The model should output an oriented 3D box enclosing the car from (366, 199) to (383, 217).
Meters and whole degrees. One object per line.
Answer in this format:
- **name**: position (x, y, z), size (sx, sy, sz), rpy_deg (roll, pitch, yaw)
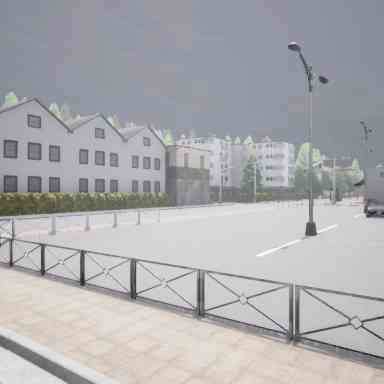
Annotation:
- **car**: position (15.349, 1.298, 26.857), size (2.007, 1.523, 4.514), rpy_deg (0, 0, 35)
